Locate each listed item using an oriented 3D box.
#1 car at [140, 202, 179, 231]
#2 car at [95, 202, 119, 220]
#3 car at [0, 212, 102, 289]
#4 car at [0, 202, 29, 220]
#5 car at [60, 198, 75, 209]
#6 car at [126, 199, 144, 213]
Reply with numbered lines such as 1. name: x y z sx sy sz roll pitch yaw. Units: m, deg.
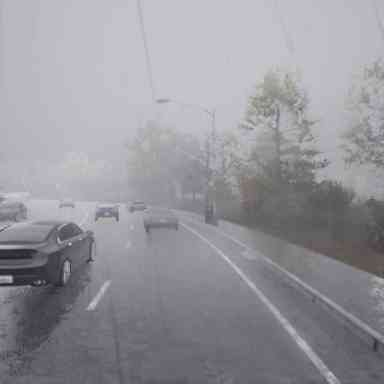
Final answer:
1. car: -2.002 1.573 20.685 1.994 1.385 4.181 0 0 -10
2. car: -7.138 1.547 28.001 1.812 1.442 4.674 0 0 -14
3. car: -3.962 1.518 9.134 1.837 1.490 4.892 0 0 -4
4. car: -13.934 1.538 25.523 1.837 1.490 4.892 0 0 -14
5. car: -17.306 1.562 46.091 1.812 1.442 4.674 0 0 -24
6. car: -6.313 1.514 37.525 2.128 1.511 4.902 0 0 -18
